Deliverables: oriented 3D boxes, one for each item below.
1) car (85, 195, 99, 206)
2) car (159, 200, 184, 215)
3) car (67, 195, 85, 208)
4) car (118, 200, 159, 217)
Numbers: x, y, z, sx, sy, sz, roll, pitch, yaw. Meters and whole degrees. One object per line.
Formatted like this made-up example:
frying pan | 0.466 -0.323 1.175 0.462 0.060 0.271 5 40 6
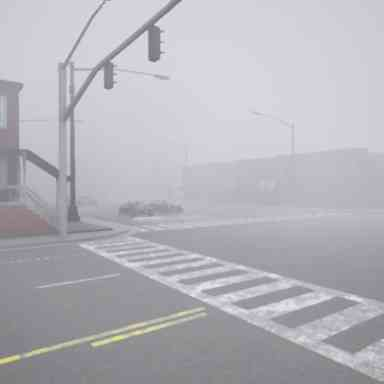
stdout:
car | -16.003 1.243 51.323 2.097 1.767 4.553 0 0 -35
car | -2.778 1.492 32.696 1.895 1.301 4.718 0 0 -36
car | -17.074 1.392 46.760 1.882 1.535 5.008 0 0 -35
car | -5.043 1.478 29.840 1.994 1.385 4.181 0 0 -35
